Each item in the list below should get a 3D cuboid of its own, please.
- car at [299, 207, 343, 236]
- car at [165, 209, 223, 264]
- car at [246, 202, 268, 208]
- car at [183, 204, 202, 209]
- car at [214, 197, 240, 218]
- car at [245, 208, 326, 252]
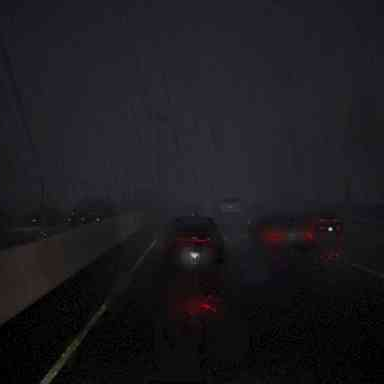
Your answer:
[{"bbox_3d":[7.072,1.651,19.418,1.837,1.490,4.892,0,0,0],"label":"car"},{"bbox_3d":[0.076,1.599,12.134,1.837,1.490,4.892,0,0,0],"label":"car"},{"bbox_3d":[6.983,1.796,35.890,1.812,1.442,4.674,0,0,-1],"label":"car"},{"bbox_3d":[0.040,1.852,33.269,1.895,1.301,4.718,0,0,0],"label":"car"},{"bbox_3d":[3.531,1.477,33.877,2.150,2.045,5.566,0,0,-1],"label":"car"},{"bbox_3d":[3.579,1.656,14.329,2.033,1.411,5.357,0,0,0],"label":"car"}]
